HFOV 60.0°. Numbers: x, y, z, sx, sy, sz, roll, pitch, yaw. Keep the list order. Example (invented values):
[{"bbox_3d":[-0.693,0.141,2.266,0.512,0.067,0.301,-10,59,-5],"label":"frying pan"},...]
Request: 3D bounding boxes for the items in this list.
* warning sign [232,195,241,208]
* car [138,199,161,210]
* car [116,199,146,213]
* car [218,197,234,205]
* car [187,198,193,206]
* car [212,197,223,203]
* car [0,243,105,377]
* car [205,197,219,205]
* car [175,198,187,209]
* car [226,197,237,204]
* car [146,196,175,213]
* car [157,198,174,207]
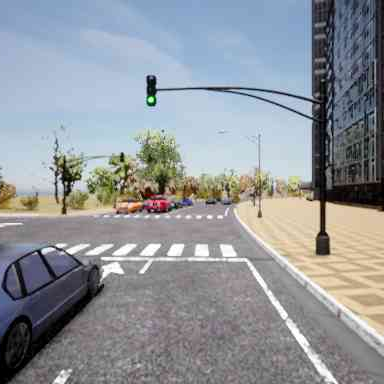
[{"bbox_3d":[6.374,1.402,47.933,1.300,1.860,1.060,0,0,8],"label":"warning sign"},{"bbox_3d":[-6.242,1.833,49.125,2.033,1.411,5.357,0,0,8],"label":"car"},{"bbox_3d":[-7.458,1.581,39.735,2.097,1.767,4.553,0,0,8],"label":"car"},{"bbox_3d":[7.345,1.968,69.781,2.033,1.411,5.357,0,0,12],"label":"car"},{"bbox_3d":[-0.991,1.889,61.377,1.812,1.442,4.674,0,0,10],"label":"car"},{"bbox_3d":[6.167,1.859,80.208,1.812,1.442,4.674,0,0,14],"label":"car"},{"bbox_3d":[-3.045,1.580,5.524,2.033,1.411,5.357,0,0,1],"label":"car"},{"bbox_3d":[4.065,1.970,70.496,1.994,1.385,4.181,0,0,12],"label":"car"},{"bbox_3d":[-2.643,1.793,51.279,2.128,1.511,4.902,0,0,8],"label":"car"},{"bbox_3d":[9.477,2.012,80.086,2.128,1.511,4.902,0,0,14],"label":"car"},{"bbox_3d":[-3.986,1.461,41.164,2.150,2.045,5.566,0,0,7],"label":"car"},{"bbox_3d":[-4.630,1.854,59.414,1.837,1.490,4.892,0,0,10],"label":"car"}]
